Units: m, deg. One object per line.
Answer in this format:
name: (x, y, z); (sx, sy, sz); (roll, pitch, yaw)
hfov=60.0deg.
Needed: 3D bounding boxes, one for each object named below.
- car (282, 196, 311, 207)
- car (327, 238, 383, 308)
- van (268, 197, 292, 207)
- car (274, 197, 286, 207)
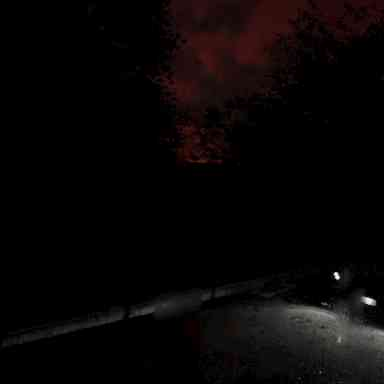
car: (22.202, 1.946, 70.636); (2.435, 2.045, 5.566); (-1, 0, -36)
car: (5.311, 1.554, 7.469); (5.357, 1.411, 2.033); (0, 0, -35)
van: (17.737, 2.015, 67.339); (1.878, 1.987, 4.442); (-1, 0, -36)
car: (15.426, 2.010, 65.797); (2.435, 2.045, 5.566); (-1, 0, -36)
